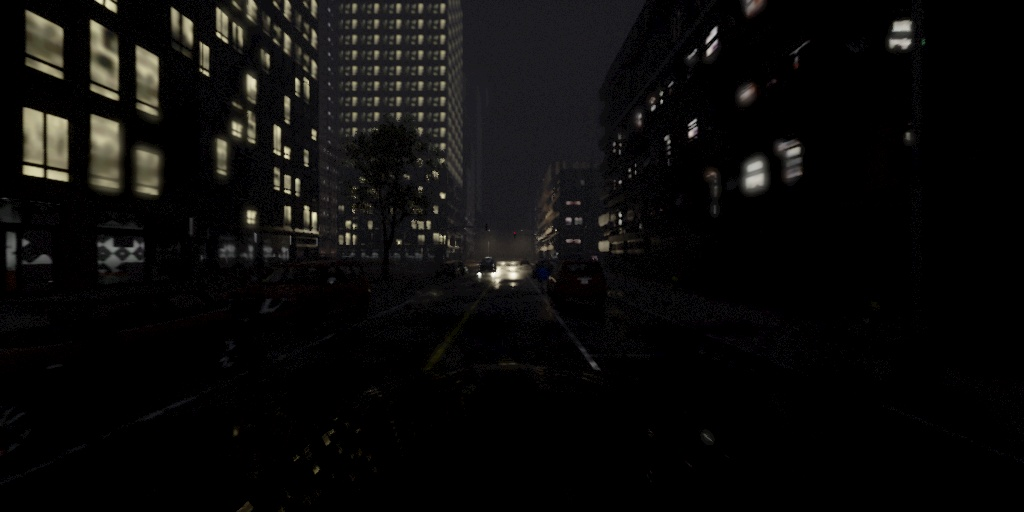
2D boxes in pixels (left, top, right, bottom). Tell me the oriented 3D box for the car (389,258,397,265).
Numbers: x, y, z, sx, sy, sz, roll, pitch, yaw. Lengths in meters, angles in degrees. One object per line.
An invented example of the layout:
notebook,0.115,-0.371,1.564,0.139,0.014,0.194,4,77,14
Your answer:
car,-22.027,0.857,60.680,4.829,1.417,1.751,0,0,-1

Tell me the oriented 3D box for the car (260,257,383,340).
car,-5.687,1.060,10.127,2.192,1.841,5.009,0,0,0

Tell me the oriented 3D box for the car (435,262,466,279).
car,-5.681,1.301,32.331,1.948,1.339,4.313,0,0,0

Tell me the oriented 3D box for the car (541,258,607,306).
car,2.695,1.057,15.677,2.192,1.841,5.009,0,0,0

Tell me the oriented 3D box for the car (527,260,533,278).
car,2.700,1.176,32.329,1.967,1.591,4.097,0,0,0

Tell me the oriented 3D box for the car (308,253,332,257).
car,-27.371,0.569,52.152,5.009,1.841,2.192,0,0,-1

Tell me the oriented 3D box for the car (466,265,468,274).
car,-5.679,1.299,37.577,1.948,1.339,4.313,0,0,0

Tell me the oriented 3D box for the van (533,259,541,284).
van,2.698,1.079,26.779,1.690,1.789,3.998,0,0,0

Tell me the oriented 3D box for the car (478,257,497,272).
car,-2.987,1.085,44.388,2.097,1.767,4.553,0,0,0

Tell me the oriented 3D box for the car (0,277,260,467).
car,-5.690,1.188,4.576,1.967,1.591,4.097,0,0,0
